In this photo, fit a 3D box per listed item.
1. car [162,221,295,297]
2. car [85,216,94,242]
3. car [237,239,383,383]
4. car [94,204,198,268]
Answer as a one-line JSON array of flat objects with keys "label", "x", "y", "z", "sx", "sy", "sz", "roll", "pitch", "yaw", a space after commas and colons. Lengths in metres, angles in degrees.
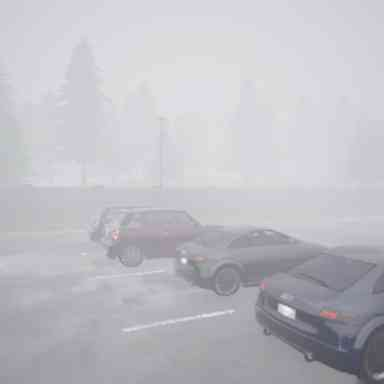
[{"label": "car", "x": 1.625, "y": 1.541, "z": 8.450, "sx": 4.181, "sy": 1.385, "sz": 1.994, "roll": 0, "pitch": 0, "yaw": -25}, {"label": "car", "x": -2.185, "y": 1.311, "z": 14.400, "sx": 4.553, "sy": 1.767, "sz": 2.097, "roll": 0, "pitch": 0, "yaw": -25}, {"label": "car", "x": 3.072, "y": 1.551, "z": 5.263, "sx": 4.181, "sy": 1.385, "sz": 1.994, "roll": 0, "pitch": 0, "yaw": -25}, {"label": "car", "x": -0.718, "y": 1.320, "z": 11.222, "sx": 4.553, "sy": 1.767, "sz": 2.097, "roll": 0, "pitch": 0, "yaw": -25}]
